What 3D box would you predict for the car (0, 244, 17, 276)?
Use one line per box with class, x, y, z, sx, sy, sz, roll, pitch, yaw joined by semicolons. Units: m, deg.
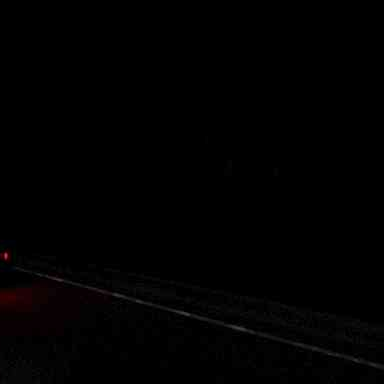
car;-6.661;1.558;8.722;4.718;1.301;1.895;0;0;36
